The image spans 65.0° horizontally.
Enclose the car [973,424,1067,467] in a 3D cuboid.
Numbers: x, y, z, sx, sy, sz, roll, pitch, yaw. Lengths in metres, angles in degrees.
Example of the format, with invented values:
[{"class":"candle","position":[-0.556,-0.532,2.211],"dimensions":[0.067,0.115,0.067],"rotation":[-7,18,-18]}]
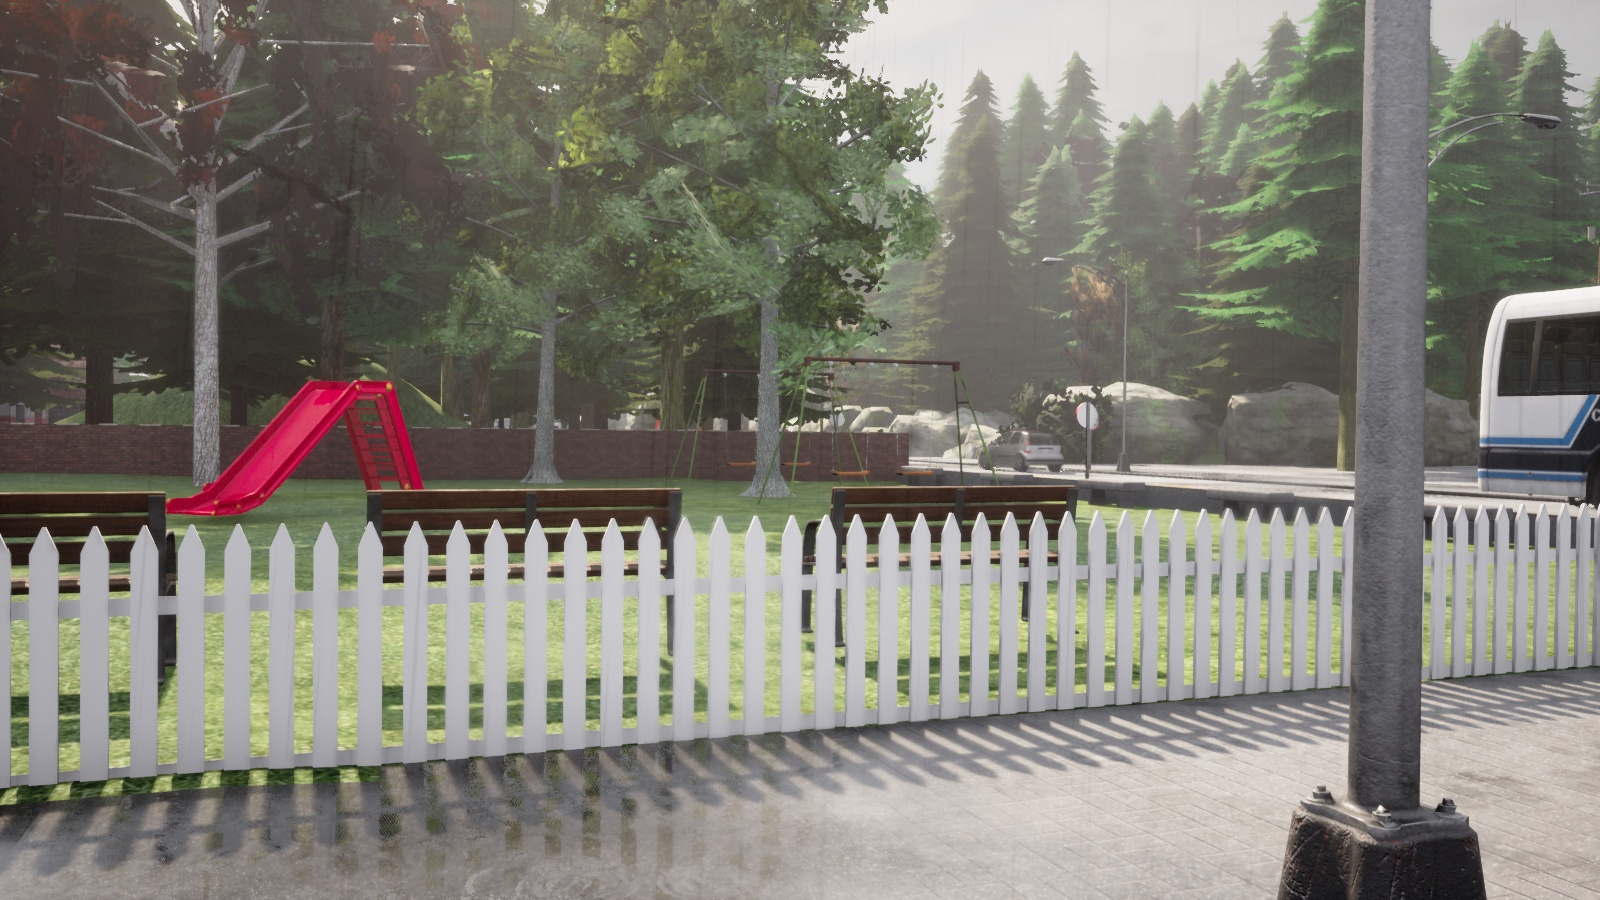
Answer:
[{"class":"car","position":[8.573,-0.199,49.347],"dimensions":[1.851,1.617,3.988],"rotation":[-1,1,-21]}]

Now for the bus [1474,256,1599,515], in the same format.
[{"class":"bus","position":[15.952,-1.057,18.789],"dimensions":[3.944,4.253,10.273],"rotation":[-1,1,-21]}]

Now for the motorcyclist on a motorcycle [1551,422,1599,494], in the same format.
[{"class":"motorcyclist on a motorcycle","position":[17.223,0.159,26.733],"dimensions":[0.797,1.523,2.044],"rotation":[-1,1,-21]}]
